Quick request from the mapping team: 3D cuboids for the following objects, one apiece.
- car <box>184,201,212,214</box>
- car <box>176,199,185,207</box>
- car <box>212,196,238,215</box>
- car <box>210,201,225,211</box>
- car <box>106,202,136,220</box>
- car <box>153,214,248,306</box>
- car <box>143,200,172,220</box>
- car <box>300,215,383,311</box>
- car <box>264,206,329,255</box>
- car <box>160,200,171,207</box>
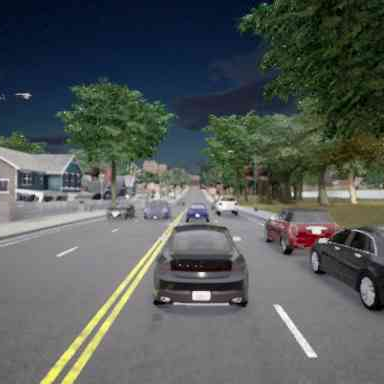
[{"bbox_3d":[0.472,1.691,28.349,1.812,1.442,4.674,0,-1,1],"label":"car"},{"bbox_3d":[-2.299,2.356,70.652,1.837,1.490,4.892,0,-1,1],"label":"car"},{"bbox_3d":[3.814,1.511,37.344,2.150,2.045,5.566,0,-2,0],"label":"car"},{"bbox_3d":[3.944,2.091,51.911,2.033,1.411,5.357,0,-1,1],"label":"car"},{"bbox_3d":[-6.211,1.636,29.540,2.128,1.511,4.902,0,-1,1],"label":"car"},{"bbox_3d":[0.192,1.525,8.090,1.837,1.490,4.892,0,0,1],"label":"car"},{"bbox_3d":[-2.961,1.511,29.365,2.097,1.767,4.553,0,-1,1],"label":"car"},{"bbox_3d":[4.313,1.546,7.831,1.837,1.490,4.892,0,0,1],"label":"car"},{"bbox_3d":[4.395,1.418,13.802,2.097,1.767,4.553,0,0,1],"label":"car"},{"bbox_3d":[-5.550,2.435,70.665,1.895,1.301,4.718,0,-1,1],"label":"car"}]
